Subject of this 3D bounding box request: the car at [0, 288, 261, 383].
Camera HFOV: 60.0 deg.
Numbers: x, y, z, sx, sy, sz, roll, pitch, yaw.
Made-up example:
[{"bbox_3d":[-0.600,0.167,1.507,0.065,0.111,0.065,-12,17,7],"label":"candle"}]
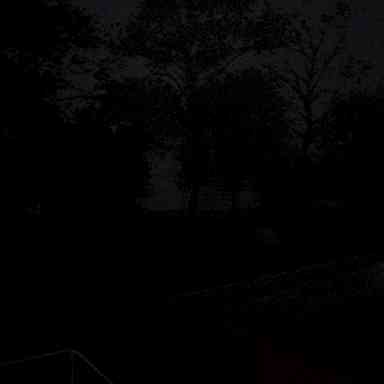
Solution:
[{"bbox_3d":[-1.785,1.601,2.409,4.718,1.301,1.895,0,0,-35],"label":"car"}]
